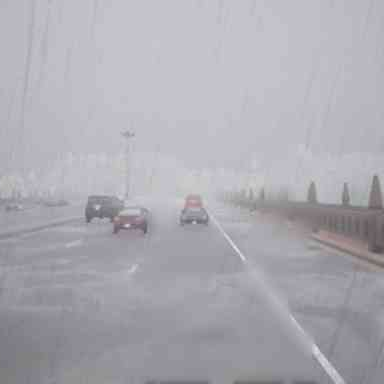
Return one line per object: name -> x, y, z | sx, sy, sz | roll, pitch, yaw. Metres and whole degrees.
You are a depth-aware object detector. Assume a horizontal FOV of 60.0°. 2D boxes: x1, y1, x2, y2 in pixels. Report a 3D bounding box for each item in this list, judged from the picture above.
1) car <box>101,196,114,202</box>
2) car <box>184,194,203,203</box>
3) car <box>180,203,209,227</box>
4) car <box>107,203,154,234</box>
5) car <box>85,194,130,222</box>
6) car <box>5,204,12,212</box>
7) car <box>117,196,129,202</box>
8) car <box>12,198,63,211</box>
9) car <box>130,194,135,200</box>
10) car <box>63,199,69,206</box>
car -> -20.796, 1.757, 81.959 | 2.128, 1.511, 4.902 | 0, 0, 0
car -> 0.213, 1.315, 41.563 | 2.150, 2.045, 5.566 | 0, 0, 1
car -> 0.154, 1.653, 23.212 | 1.895, 1.301, 4.718 | 0, 0, 0
car -> -3.355, 1.568, 19.590 | 1.812, 1.442, 4.674 | 0, 0, 0
car -> -6.837, 1.277, 26.690 | 2.150, 2.045, 5.566 | 0, 0, 0
car -> -20.983, 1.680, 41.066 | 1.895, 1.301, 4.718 | 0, 0, 0
car -> -17.293, 1.711, 83.159 | 1.882, 1.535, 5.008 | 0, 0, 0
car -> -14.020, 1.411, 30.528 | 2.097, 1.767, 4.553 | 0, 0, 0
car -> -13.822, 1.415, 71.912 | 2.150, 2.045, 5.566 | 0, 0, 0
car -> -17.476, 1.563, 42.747 | 1.882, 1.535, 5.008 | 0, 0, 0
